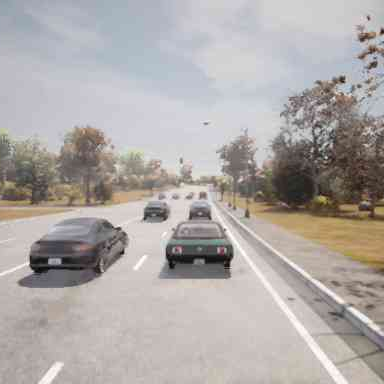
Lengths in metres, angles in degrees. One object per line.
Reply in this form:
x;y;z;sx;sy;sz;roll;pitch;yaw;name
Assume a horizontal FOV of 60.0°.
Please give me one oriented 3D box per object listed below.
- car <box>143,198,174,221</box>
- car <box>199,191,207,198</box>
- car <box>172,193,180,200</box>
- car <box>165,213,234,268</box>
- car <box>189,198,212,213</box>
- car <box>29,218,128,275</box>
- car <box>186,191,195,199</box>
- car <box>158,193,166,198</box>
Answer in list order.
-2.810;1.489;27.410;1.837;1.490;4.892;0;0;2;car
2.854;0.743;85.559;2.150;2.045;5.566;0;3;2;car
-4.164;1.113;85.235;1.812;1.442;4.674;0;2;2;car
0.243;1.595;11.171;1.895;1.301;4.718;0;0;1;car
0.692;1.512;28.013;1.812;1.442;4.674;0;0;2;car
-3.284;1.519;10.338;1.812;1.442;4.674;0;0;1;car
-0.626;1.108;86.132;1.895;1.301;4.718;0;3;2;car
-7.662;1.087;85.372;1.837;1.490;4.892;0;2;2;car
